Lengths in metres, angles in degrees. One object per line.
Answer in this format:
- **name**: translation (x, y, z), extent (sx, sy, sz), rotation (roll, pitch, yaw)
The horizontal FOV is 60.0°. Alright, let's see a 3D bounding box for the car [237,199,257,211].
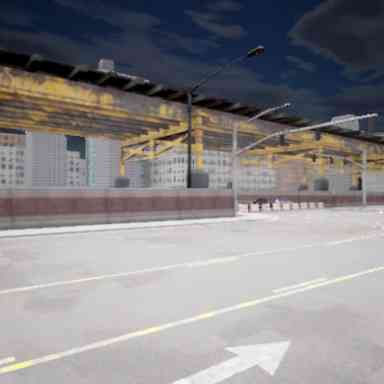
- **car**: translation (5.226, 1.346, 40.105), extent (4.536, 1.218, 1.853), rotation (0, 0, 8)

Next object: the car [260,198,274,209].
- **car**: translation (9.023, 1.512, 42.783), extent (2.038, 1.542, 4.974), rotation (0, 0, 18)

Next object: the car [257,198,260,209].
- **car**: translation (5.277, 1.504, 40.098), extent (4.974, 1.542, 2.038), rotation (0, 0, 8)

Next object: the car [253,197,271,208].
- **car**: translation (9.039, 1.355, 42.832), extent (1.853, 1.218, 4.536), rotation (0, 0, 18)

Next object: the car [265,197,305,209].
- **car**: translation (12.934, 1.522, 46.542), extent (4.974, 1.542, 2.038), rotation (0, 0, -7)

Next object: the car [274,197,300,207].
- **car**: translation (12.883, 1.364, 46.535), extent (4.536, 1.218, 1.853), rotation (0, 0, -7)
